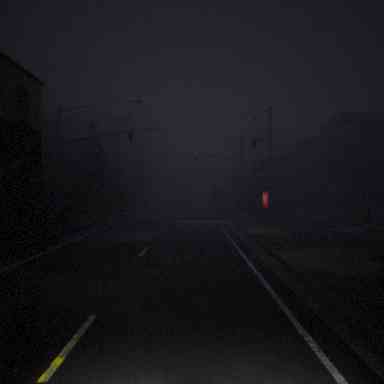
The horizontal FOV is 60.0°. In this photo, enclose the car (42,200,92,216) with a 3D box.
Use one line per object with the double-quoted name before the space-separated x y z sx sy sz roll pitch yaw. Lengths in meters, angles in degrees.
"car" -12.360 1.491 31.789 5.357 1.411 2.033 0 0 5
